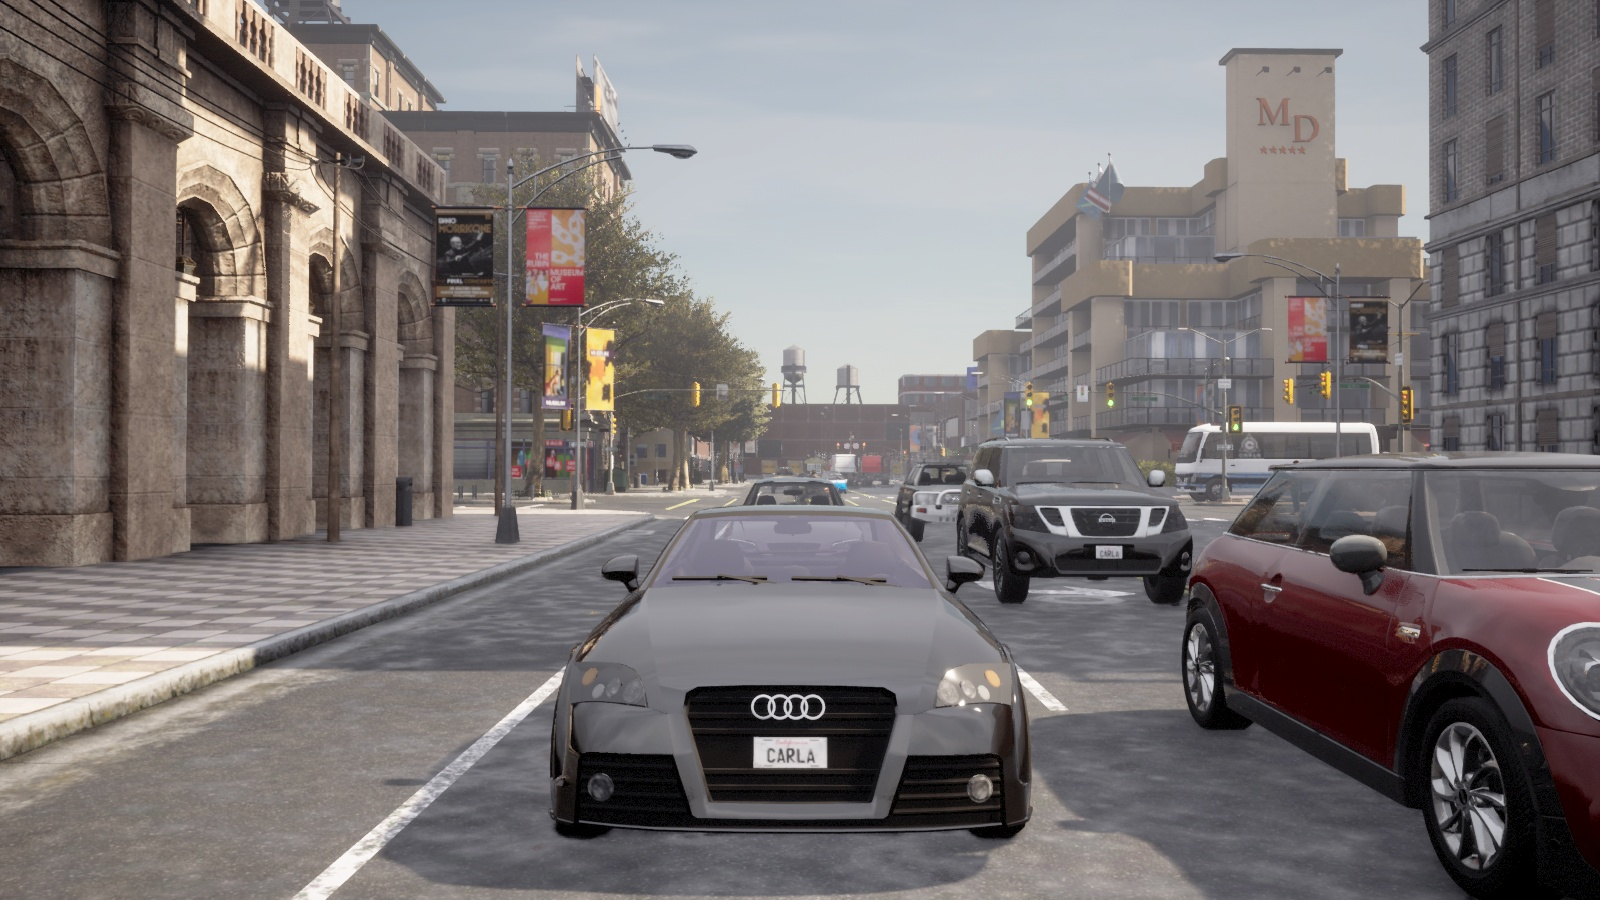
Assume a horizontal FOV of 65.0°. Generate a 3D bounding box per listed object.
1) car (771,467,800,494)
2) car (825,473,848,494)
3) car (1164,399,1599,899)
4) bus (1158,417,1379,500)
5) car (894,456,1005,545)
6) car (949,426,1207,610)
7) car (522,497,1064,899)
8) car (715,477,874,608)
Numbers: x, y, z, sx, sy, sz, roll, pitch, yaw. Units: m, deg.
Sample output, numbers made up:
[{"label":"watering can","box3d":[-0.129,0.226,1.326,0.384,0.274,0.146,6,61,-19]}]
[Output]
[{"label":"car","box3d":[-1.039,2.117,88.457,1.932,1.855,4.605,0,-1,-1]},{"label":"car","box3d":[2.497,2.302,86.116,1.481,1.376,2.207,0,-1,-1]},{"label":"car","box3d":[3.469,0.760,5.993,2.097,1.767,4.553,0,-1,0]},{"label":"bus","box3d":[24.795,0.460,66.964,10.273,4.253,3.944,0,-1,-1]},{"label":"car","box3d":[3.323,1.100,28.801,1.932,1.855,4.605,0,-1,-1]},{"label":"car","box3d":[3.426,0.801,16.761,2.150,2.045,5.566,0,-1,0]},{"label":"car","box3d":[-0.032,0.991,6.719,1.994,1.385,4.181,0,-1,0]},{"label":"car","box3d":[-0.072,1.105,16.502,1.816,1.474,4.193,0,-1,0]}]
